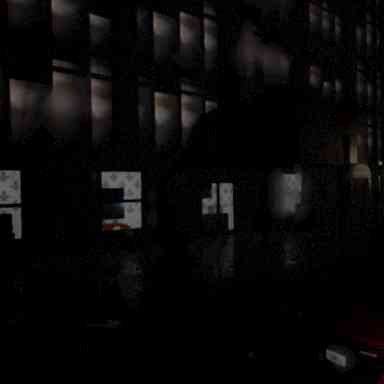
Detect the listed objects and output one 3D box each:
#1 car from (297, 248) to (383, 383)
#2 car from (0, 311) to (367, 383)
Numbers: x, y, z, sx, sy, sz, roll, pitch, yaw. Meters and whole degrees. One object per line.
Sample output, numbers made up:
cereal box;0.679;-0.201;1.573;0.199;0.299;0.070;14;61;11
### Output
car;3.351;1.478;4.811;4.507;1.381;1.887;-1;0;-35
car;-1.290;1.569;1.531;4.313;1.339;1.947;-1;0;-35
